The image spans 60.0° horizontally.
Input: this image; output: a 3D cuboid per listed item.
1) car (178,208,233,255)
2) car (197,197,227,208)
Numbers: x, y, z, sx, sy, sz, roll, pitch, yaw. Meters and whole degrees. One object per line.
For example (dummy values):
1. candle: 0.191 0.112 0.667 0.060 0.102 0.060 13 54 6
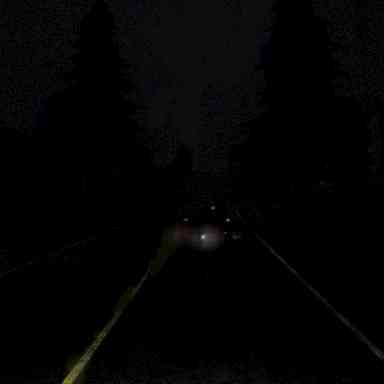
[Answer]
1. car: 0.589 1.549 13.347 1.994 1.385 4.181 0 0 4
2. car: 1.911 1.323 28.402 2.097 1.767 4.553 0 0 7
